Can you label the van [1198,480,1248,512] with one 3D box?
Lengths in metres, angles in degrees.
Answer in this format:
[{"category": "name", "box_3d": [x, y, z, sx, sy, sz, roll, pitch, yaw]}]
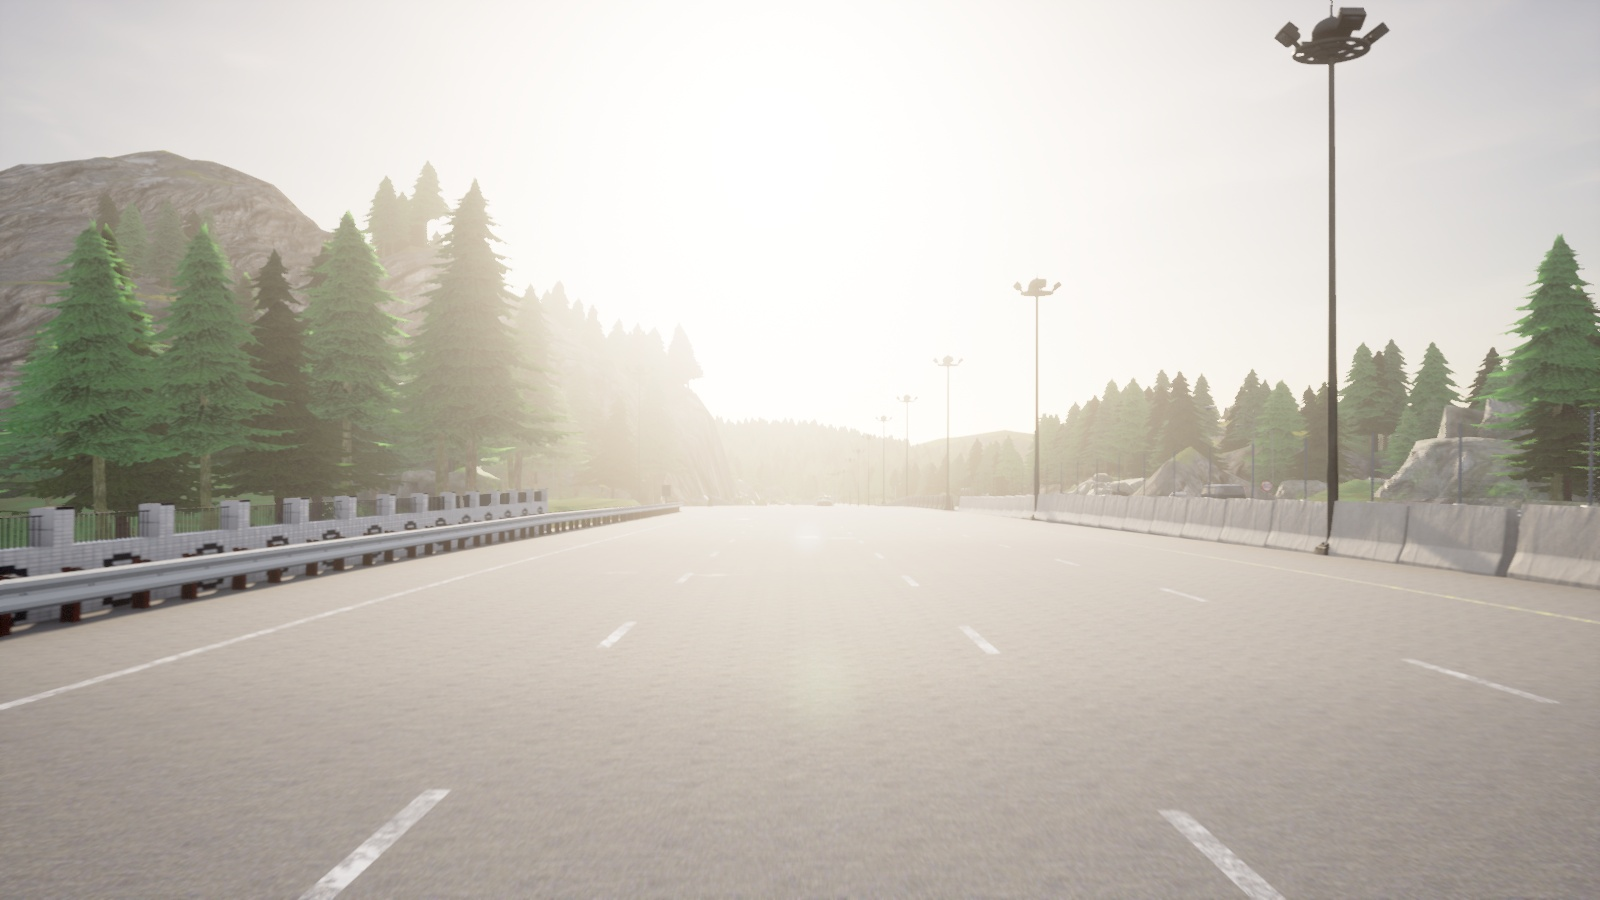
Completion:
[{"category": "van", "box_3d": [27.764, 3.018, 82.610, 1.775, 1.987, 4.442, 0, -2, 0]}]
